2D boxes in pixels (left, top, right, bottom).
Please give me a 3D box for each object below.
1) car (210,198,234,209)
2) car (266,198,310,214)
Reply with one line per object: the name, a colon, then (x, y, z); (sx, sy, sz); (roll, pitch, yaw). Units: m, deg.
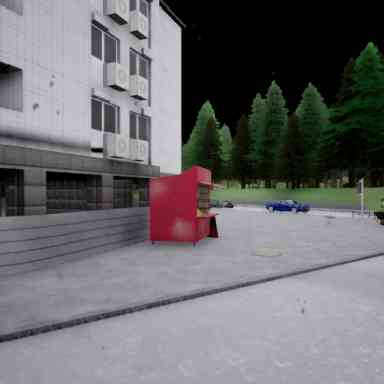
car: (3.781, 1.564, 45.073); (1.994, 1.385, 4.181); (0, 0, -35)
car: (10.271, 1.478, 35.939); (1.882, 1.535, 5.008); (0, 0, -35)
